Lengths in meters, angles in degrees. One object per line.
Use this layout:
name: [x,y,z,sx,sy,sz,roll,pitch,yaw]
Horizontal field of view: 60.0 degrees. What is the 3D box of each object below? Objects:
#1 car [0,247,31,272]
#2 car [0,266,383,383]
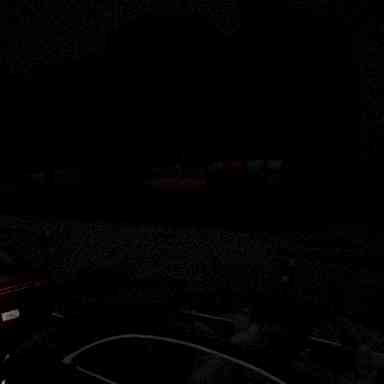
car: [-4.293,1.559,5.859,4.507,1.381,1.887,0,1,36]
car: [0.109,1.554,2.720,4.403,1.369,2.008,0,1,36]
